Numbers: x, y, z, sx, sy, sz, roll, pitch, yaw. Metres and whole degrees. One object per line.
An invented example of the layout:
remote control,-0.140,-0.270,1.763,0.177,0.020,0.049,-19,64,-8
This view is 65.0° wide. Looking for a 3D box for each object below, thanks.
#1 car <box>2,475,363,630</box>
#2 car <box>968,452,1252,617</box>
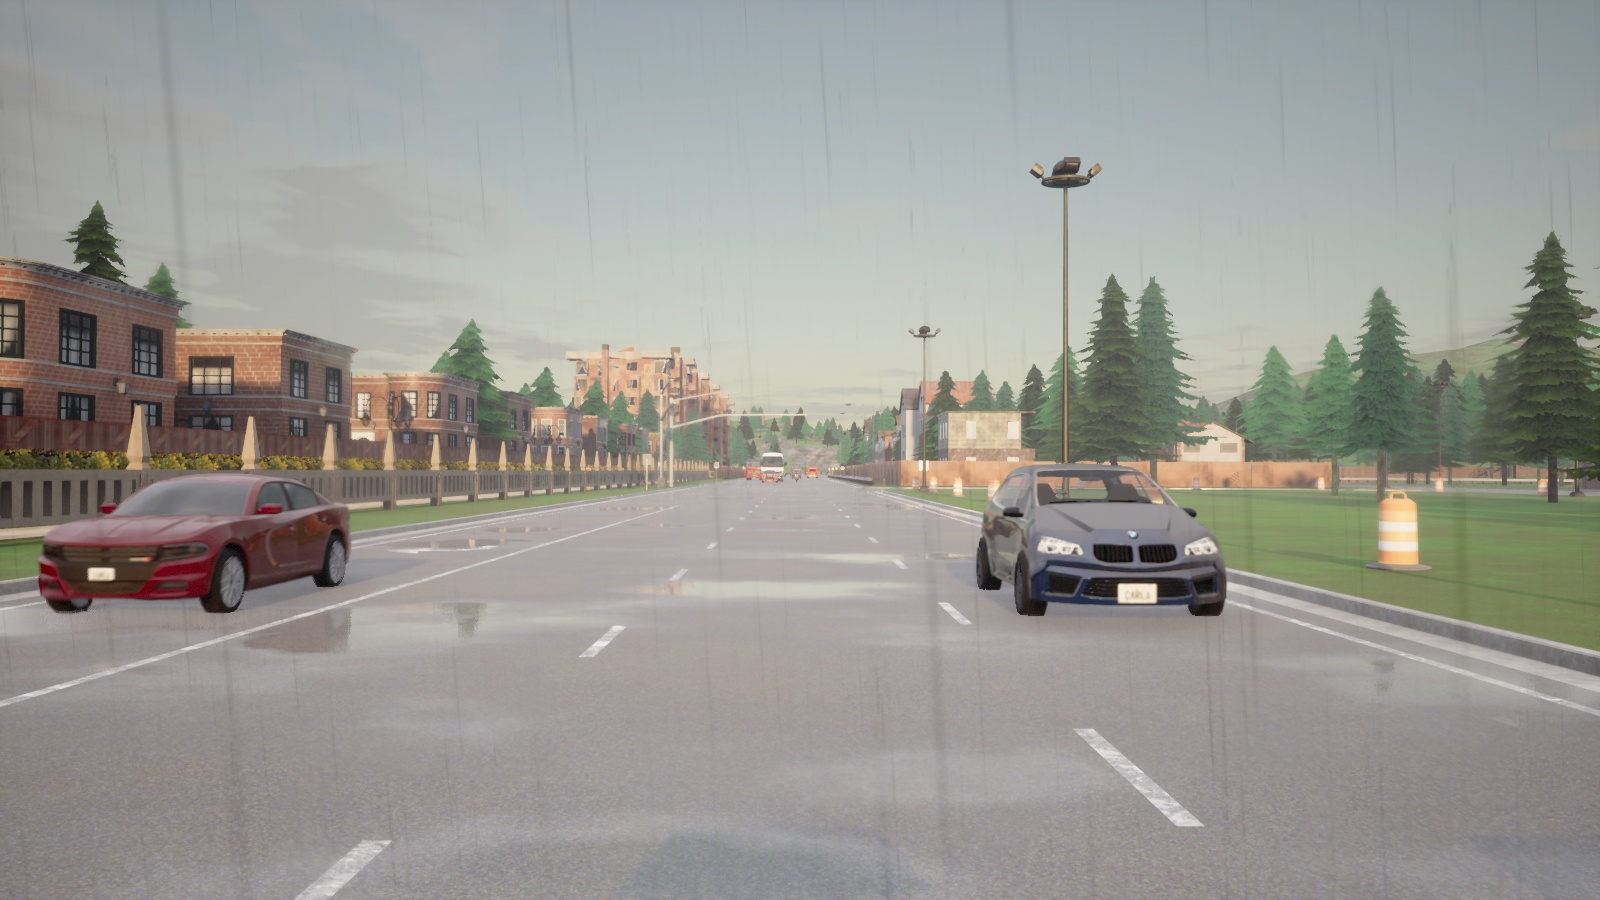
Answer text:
car,-7.039,1.072,15.053,1.882,1.535,5.008,0,-1,0
car,3.460,0.897,15.059,2.242,1.667,4.611,0,-1,0
